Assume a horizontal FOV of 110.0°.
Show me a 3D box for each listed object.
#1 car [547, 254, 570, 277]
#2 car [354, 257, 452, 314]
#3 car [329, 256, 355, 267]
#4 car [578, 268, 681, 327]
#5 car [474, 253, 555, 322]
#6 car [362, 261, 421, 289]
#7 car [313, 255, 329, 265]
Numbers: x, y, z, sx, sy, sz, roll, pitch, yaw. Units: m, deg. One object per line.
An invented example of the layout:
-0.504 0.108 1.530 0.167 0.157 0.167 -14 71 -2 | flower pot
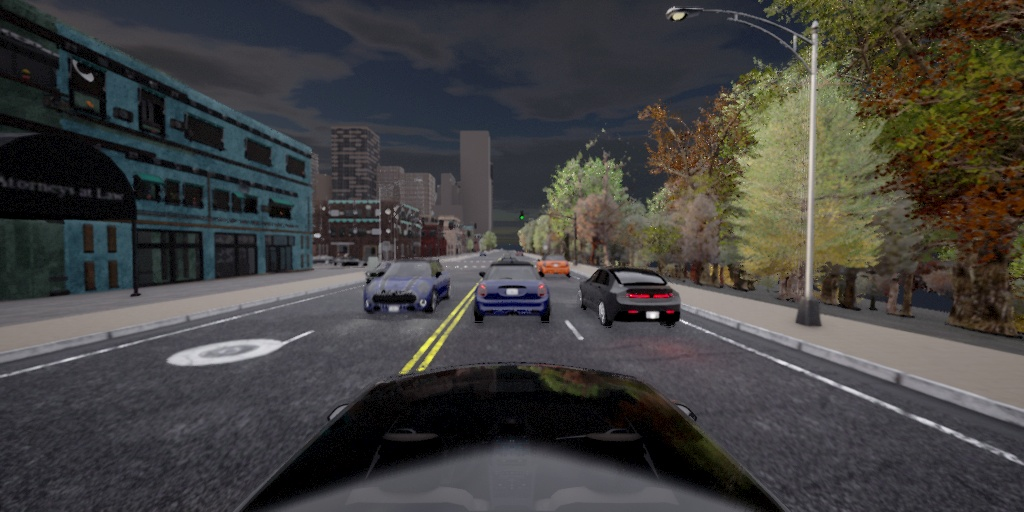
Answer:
3.050 0.620 27.226 2.097 1.767 4.553 0 1 -1 | car
-3.468 0.896 12.658 2.097 1.767 4.553 0 1 -1 | car
-20.483 0.743 45.978 4.313 1.339 1.948 0 0 -1 | car
3.249 1.082 10.761 1.837 1.490 4.892 0 1 -1 | car
-0.011 0.916 11.530 2.097 1.767 4.553 0 1 -1 | car
-6.818 0.992 20.921 1.895 1.301 4.718 0 1 -1 | car
-28.922 0.585 54.384 4.403 1.370 2.007 0 0 -1 | car
